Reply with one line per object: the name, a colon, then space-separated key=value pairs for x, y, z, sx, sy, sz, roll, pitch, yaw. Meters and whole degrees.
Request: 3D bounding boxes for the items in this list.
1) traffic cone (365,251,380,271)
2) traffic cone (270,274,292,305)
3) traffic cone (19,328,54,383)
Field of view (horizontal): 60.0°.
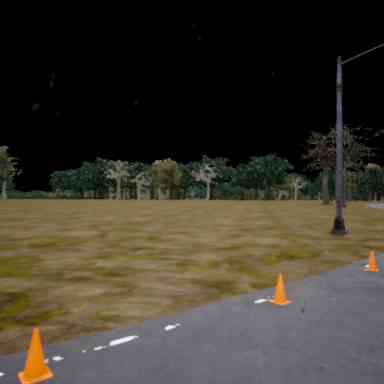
traffic cone: x=5.582 y=2.118 z=10.292 sx=0.340 sy=0.580 sz=0.340 roll=1 pitch=-1 yaw=-42
traffic cone: x=1.898 y=2.060 z=7.124 sx=0.340 sy=0.580 sz=0.340 roll=1 pitch=-1 yaw=-39
traffic cone: x=-1.945 y=1.999 z=4.152 sx=0.340 sy=0.580 sz=0.340 roll=1 pitch=-1 yaw=-36
